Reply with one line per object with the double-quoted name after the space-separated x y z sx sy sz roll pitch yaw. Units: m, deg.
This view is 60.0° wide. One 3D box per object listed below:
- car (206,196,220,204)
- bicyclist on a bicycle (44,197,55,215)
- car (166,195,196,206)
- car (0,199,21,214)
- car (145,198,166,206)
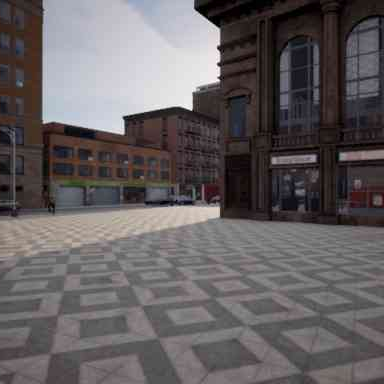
4.448 1.440 59.941 1.837 1.490 4.892 0 0 36 "car"
-13.015 1.281 30.369 1.656 1.620 0.582 0 0 36 "bicyclist on a bicycle"
-1.373 1.299 51.787 2.097 1.767 4.553 0 0 36 "car"
-19.257 1.462 32.372 2.128 1.511 4.902 0 0 36 "car"
-5.199 1.545 51.803 1.895 1.301 4.718 0 0 36 "car"
